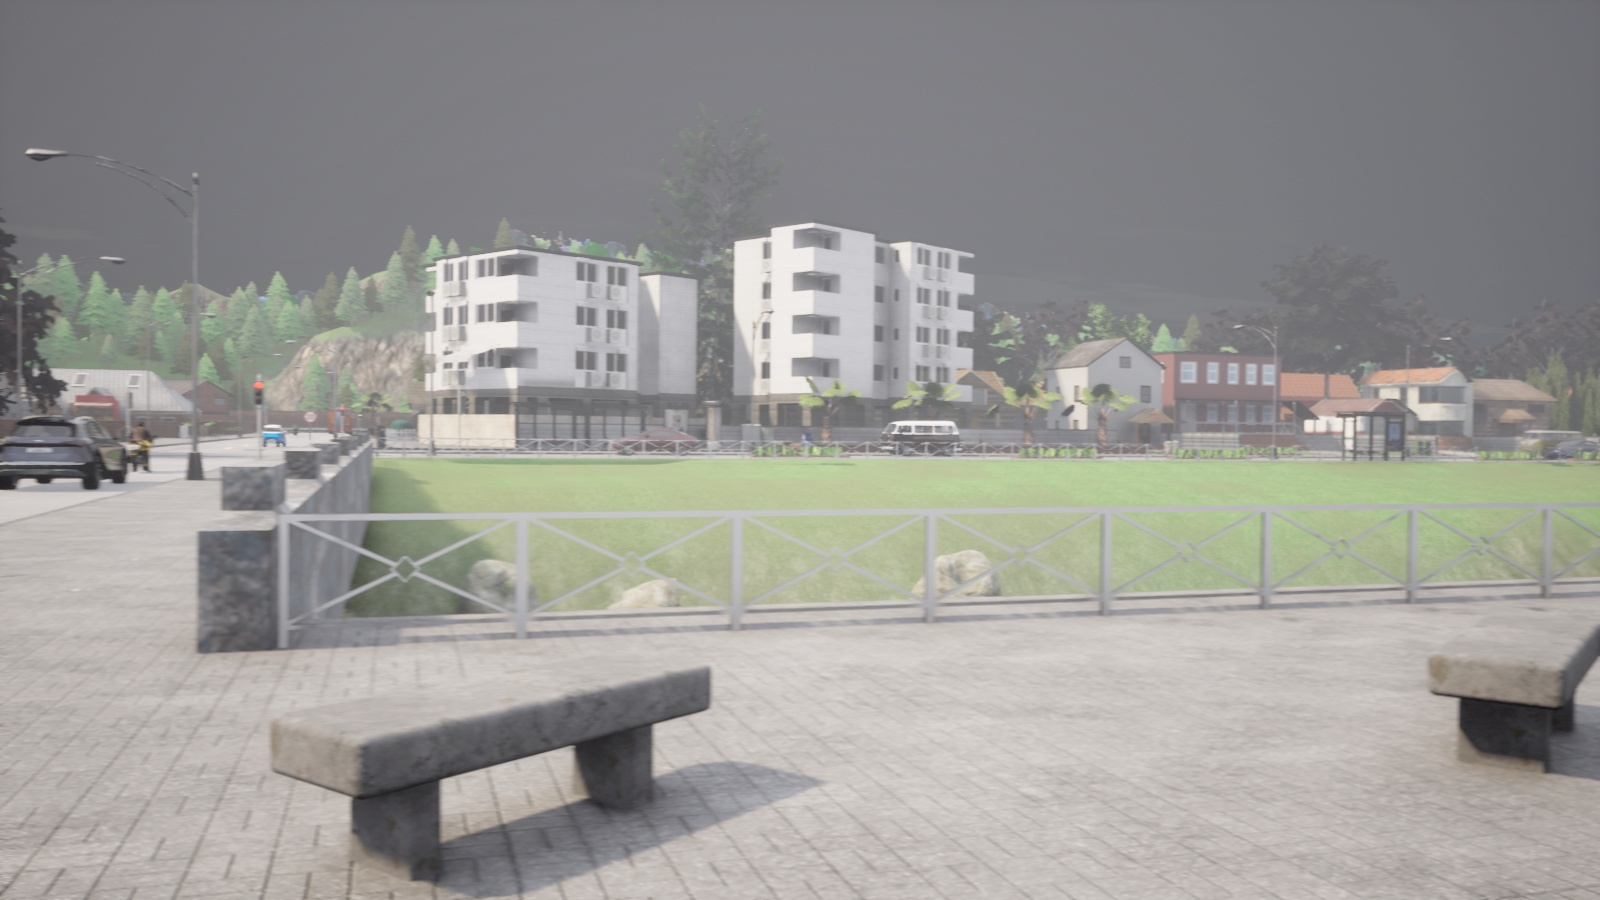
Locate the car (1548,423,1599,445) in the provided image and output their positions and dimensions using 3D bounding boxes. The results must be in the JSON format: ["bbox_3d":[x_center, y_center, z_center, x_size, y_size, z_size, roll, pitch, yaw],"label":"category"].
[{"bbox_3d":[50.408,-1.057,80.453,4.181,1.385,1.994,-1,1,-18],"label":"car"}]

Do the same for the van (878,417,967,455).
[{"bbox_3d":[6.897,-0.790,70.799,4.480,2.038,2.069,-1,1,-18],"label":"van"}]

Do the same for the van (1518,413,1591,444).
[{"bbox_3d":[50.968,-1.450,84.824,4.442,1.987,1.775,-1,1,-18],"label":"van"}]

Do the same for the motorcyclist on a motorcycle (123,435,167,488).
[{"bbox_3d":[-19.383,0.322,37.210,0.797,1.523,2.044,-1,1,-18],"label":"motorcyclist on a motorcycle"}]

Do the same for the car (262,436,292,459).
[{"bbox_3d":[-32.163,-0.180,77.299,1.481,1.376,2.207,-1,1,-18],"label":"car"}]

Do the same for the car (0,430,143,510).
[{"bbox_3d":[-16.740,0.389,28.926,2.033,1.649,4.856,-1,1,-18],"label":"car"}]

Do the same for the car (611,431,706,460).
[{"bbox_3d":[-7.470,-0.263,66.231,4.674,1.442,1.812,-1,1,-18],"label":"car"}]
